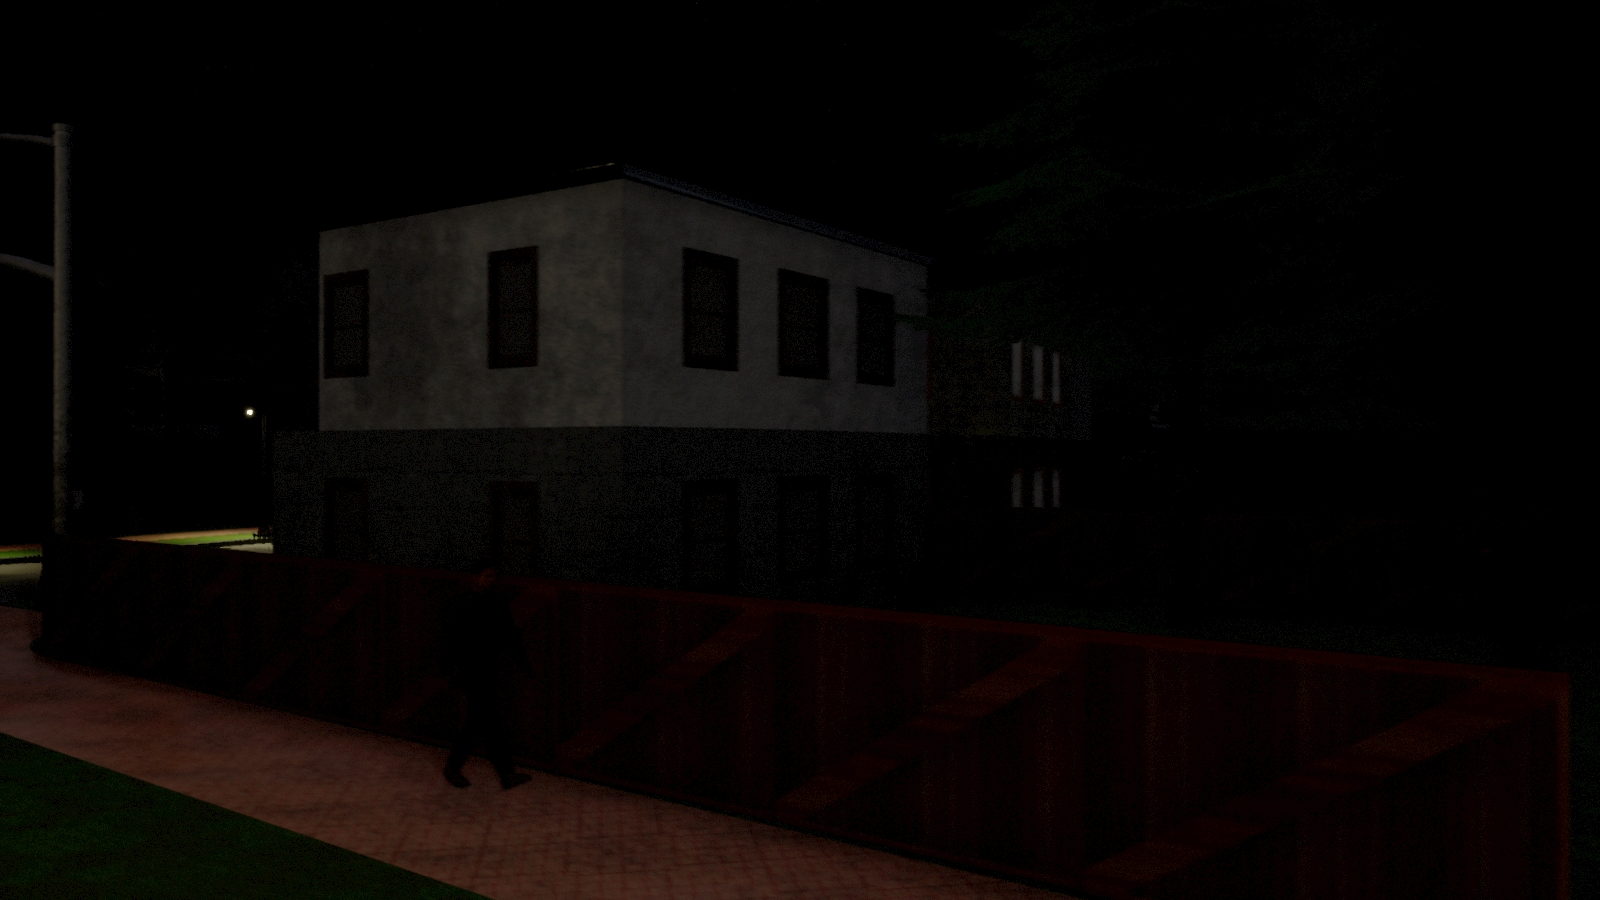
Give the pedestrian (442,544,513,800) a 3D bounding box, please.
[{"bbox_3d":[-2.478,1.677,8.780,0.375,1.860,0.375,0,0,36],"label":"pedestrian"}]
